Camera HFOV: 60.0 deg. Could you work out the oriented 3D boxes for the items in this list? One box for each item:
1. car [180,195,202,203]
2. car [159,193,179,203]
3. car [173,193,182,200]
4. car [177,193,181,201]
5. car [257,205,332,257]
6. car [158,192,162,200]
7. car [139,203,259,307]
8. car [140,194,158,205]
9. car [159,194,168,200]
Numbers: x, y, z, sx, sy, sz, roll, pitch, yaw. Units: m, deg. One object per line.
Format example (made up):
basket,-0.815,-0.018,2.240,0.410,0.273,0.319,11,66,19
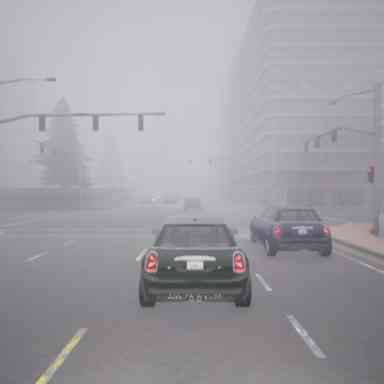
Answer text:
car,0.078,1.289,38.446,2.128,1.511,4.902,0,0,0
car,-3.602,1.310,52.807,1.994,1.385,4.181,0,0,0
car,-3.537,1.112,83.481,2.128,1.511,4.902,0,0,0
car,-3.537,1.174,68.164,2.128,1.511,4.902,0,0,0
car,3.581,1.290,12.866,2.097,1.767,4.553,0,0,0
car,-7.035,1.198,68.313,1.812,1.442,4.674,0,0,0
car,0.067,1.313,8.026,2.097,1.767,4.553,0,0,0
car,-7.101,1.249,53.084,1.837,1.490,4.892,0,0,0
car,-7.037,1.182,83.449,1.895,1.301,4.718,0,0,0
